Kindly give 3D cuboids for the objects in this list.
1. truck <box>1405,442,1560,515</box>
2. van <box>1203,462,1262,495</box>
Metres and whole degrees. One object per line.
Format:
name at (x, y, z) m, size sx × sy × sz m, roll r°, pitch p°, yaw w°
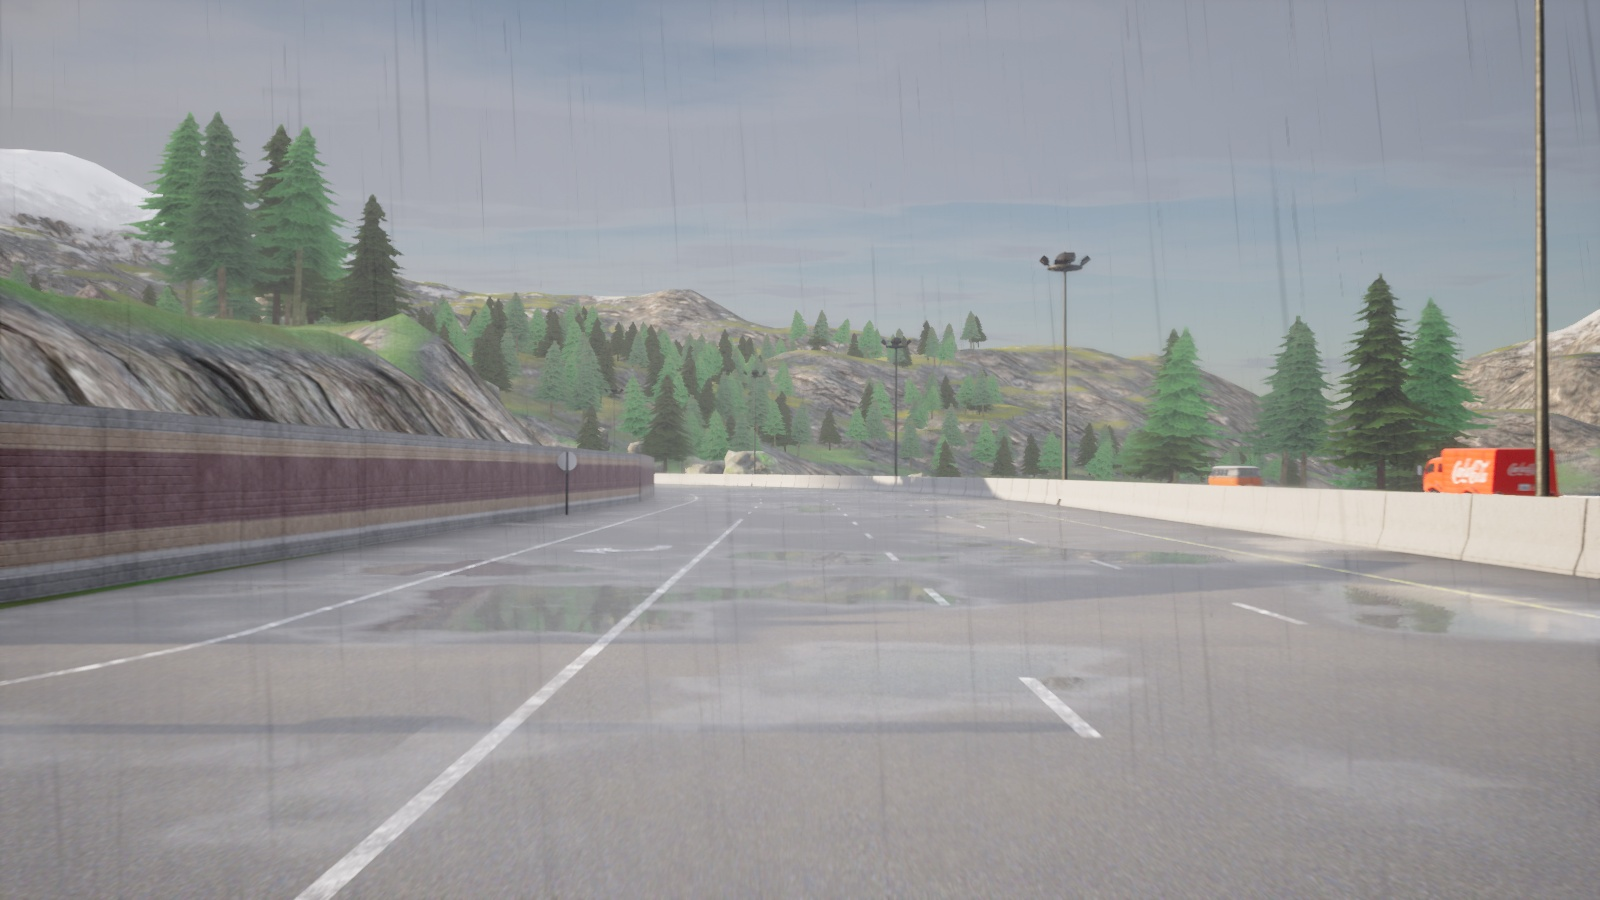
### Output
truck at (24.402, 0.990, 45.216) m, size 2.627 × 2.467 × 5.204 m, roll 0°, pitch -1°, yaw -1°
van at (26.891, 1.768, 78.181) m, size 1.775 × 1.987 × 4.442 m, roll 0°, pitch -1°, yaw -6°
